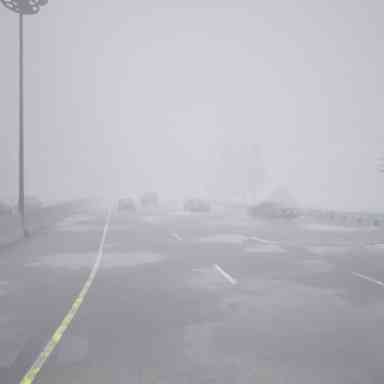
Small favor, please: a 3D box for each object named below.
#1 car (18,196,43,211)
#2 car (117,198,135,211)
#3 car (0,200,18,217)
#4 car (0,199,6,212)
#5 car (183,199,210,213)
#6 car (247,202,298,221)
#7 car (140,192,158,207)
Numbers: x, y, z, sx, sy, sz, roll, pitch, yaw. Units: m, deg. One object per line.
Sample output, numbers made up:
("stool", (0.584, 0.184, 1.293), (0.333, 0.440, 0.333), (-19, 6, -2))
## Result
("car", (-18.093, 1.225, 36.929), (2.097, 1.767, 4.553), (0, 0, -13))
("car", (-7.549, 1.417, 38.205), (2.033, 1.411, 5.357), (0, 0, -13))
("car", (-15.603, 1.441, 26.221), (1.812, 1.442, 4.674), (0, 0, -13))
("car", (-21.000, 1.434, 33.897), (2.033, 1.411, 5.357), (0, 0, -13))
("car", (0.417, 1.429, 34.633), (2.033, 1.411, 5.357), (0, 0, -13))
("car", (6.165, 1.457, 26.069), (2.033, 1.411, 5.357), (0, 0, -15))
("car", (-6.184, 1.056, 47.898), (2.150, 2.045, 5.566), (0, 0, -13))
